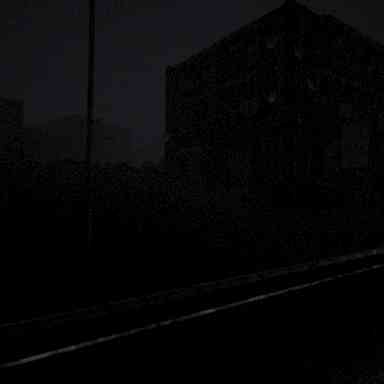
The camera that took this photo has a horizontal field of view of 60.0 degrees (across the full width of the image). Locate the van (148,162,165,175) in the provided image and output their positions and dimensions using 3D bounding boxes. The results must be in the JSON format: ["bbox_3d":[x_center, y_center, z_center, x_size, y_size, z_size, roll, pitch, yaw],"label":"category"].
[{"bbox_3d":[-3.960,-2.553,40.872,1.878,1.987,4.442,0,-2,39],"label":"van"}]

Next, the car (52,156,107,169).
[{"bbox_3d":[-11.100,-2.713,32.221,2.002,1.452,4.674,0,-2,41],"label":"car"}]

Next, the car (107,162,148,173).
[{"bbox_3d":[-7.542,-2.514,36.467,2.002,1.452,4.674,0,-2,40],"label":"car"}]

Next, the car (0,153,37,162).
[{"bbox_3d":[-16.369,-2.834,30.636,1.994,1.385,4.181,0,-2,41],"label":"car"}]
